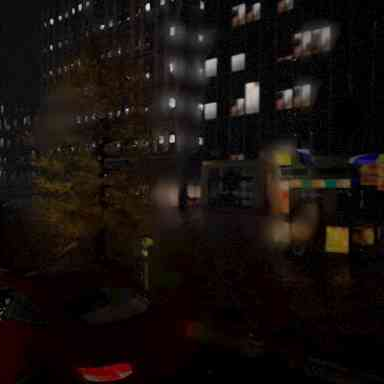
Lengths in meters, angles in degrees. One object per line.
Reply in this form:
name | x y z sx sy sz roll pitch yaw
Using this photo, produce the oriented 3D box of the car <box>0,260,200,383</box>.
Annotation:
car | -1.864 1.553 4.190 4.206 1.307 1.802 0 1 35
